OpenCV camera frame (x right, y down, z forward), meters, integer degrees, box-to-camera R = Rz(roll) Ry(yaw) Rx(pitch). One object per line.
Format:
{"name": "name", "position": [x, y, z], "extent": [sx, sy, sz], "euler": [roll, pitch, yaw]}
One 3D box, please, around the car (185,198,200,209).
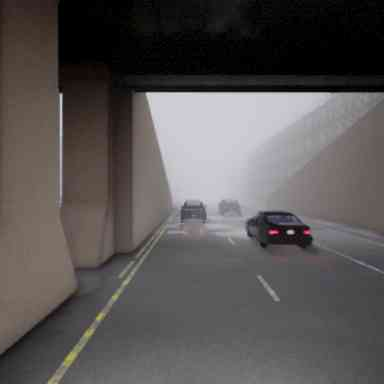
{"name": "car", "position": [0.068, 1.478, 44.010], "extent": [1.895, 1.301, 4.718], "euler": [0, 0, 1]}

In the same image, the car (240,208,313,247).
{"name": "car", "position": [3.609, 1.507, 14.658], "extent": [2.033, 1.411, 5.357], "euler": [0, 0, 0]}

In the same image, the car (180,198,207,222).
{"name": "car", "position": [0.112, 1.421, 25.339], "extent": [2.128, 1.511, 4.902], "euler": [0, 0, 0]}

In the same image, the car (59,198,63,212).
{"name": "car", "position": [-10.580, 1.280, 25.805], "extent": [2.097, 1.767, 4.553], "euler": [0, 0, 0]}

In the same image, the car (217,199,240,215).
{"name": "car", "position": [3.620, 1.413, 32.757], "extent": [1.837, 1.490, 4.892], "euler": [0, 0, 0]}
